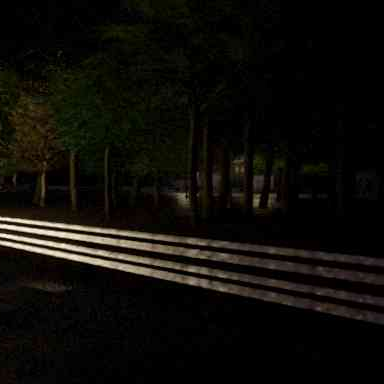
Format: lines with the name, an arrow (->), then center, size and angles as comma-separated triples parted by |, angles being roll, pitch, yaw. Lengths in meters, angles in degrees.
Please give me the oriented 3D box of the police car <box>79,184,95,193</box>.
police car -> -19.194, -0.594, 60.661 | 5.238, 1.638, 1.930 | 1, 1, -1
